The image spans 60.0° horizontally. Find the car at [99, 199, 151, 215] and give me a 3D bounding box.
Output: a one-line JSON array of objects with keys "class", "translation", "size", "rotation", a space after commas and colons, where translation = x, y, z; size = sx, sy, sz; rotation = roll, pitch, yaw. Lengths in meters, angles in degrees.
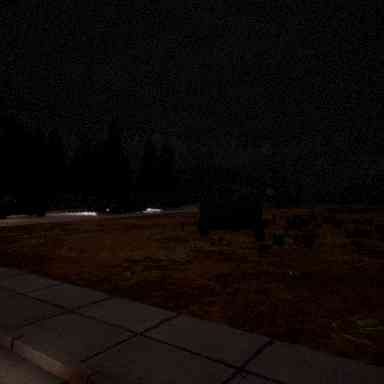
[{"class": "car", "translation": [-6.960, 1.531, 35.035], "size": [1.837, 1.490, 4.892], "rotation": [0, 0, 36]}]

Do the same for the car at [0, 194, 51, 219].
[{"class": "car", "translation": [-15.488, 1.248, 29.727], "size": [2.150, 2.045, 5.566], "rotation": [0, 0, 36]}]

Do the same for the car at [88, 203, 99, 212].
[{"class": "car", "translation": [-9.588, 1.591, 37.702], "size": [1.994, 1.385, 4.181], "rotation": [0, 0, 37]}]

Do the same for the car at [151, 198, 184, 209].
[{"class": "car", "translation": [-3.386, 1.574, 46.082], "size": [2.033, 1.411, 5.357], "rotation": [0, 0, 37]}]
